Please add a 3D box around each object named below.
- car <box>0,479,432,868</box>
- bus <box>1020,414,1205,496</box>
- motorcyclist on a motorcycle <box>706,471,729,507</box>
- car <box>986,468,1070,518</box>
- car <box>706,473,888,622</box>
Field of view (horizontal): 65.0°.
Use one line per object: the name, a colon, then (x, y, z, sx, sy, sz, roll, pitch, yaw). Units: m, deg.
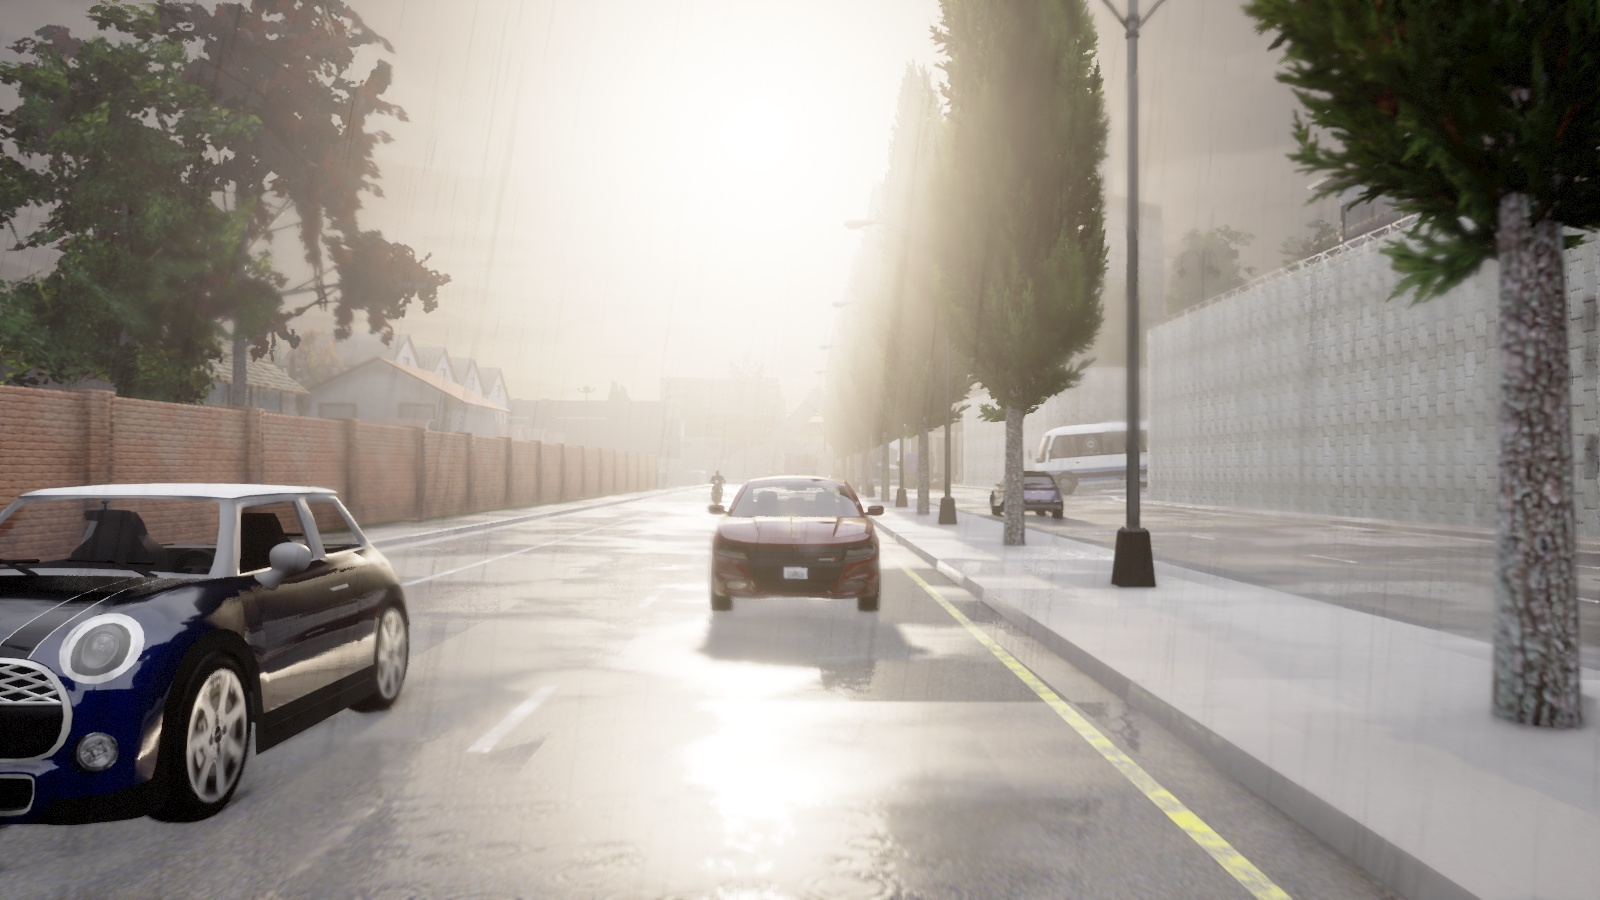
car: (-3.517, 0.907, 6.748, 1.970, 1.475, 3.806, 0, -1, 0)
bus: (19.281, 0.306, 78.145, 10.273, 4.253, 3.944, -4, -1, 2)
motorcyclist on a motorcycle: (-3.634, 1.711, 55.468, 0.866, 1.590, 1.817, 0, -1, 0)
car: (7.893, 1.450, 43.989, 2.033, 1.649, 4.856, 0, -1, 0)
car: (-0.038, 1.053, 15.545, 1.882, 1.535, 5.008, 0, -1, 0)
